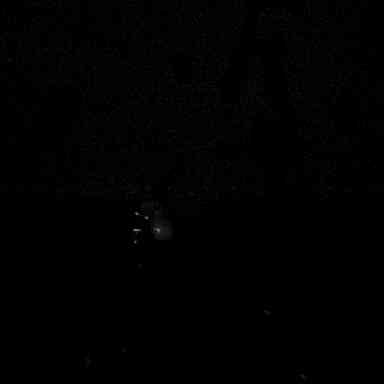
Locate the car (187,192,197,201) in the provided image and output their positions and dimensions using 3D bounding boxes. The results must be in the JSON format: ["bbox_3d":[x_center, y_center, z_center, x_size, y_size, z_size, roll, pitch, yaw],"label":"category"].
[{"bbox_3d":[-0.025,0.907,64.984,1.882,1.535,5.008,0,1,0],"label":"car"}]

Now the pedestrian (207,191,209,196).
[{"bbox_3d":[2.802,0.781,58.229,0.375,1.860,0.375,-1,1,0],"label":"pedestrian"}]

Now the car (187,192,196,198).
[{"bbox_3d":[-0.029,0.691,78.048,2.033,1.411,5.357,0,1,0],"label":"car"}]

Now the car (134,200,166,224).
[{"bbox_3d":[-2.859,1.331,23.300,1.812,1.442,4.674,0,0,0],"label":"car"}]

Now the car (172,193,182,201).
[{"bbox_3d":[-2.790,0.982,64.280,2.033,1.411,5.357,0,1,0],"label":"car"}]

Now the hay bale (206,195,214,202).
[{"bbox_3d":[3.111,1.157,57.140,1.220,1.180,1.240,1,1,0],"label":"hay bale"}]
